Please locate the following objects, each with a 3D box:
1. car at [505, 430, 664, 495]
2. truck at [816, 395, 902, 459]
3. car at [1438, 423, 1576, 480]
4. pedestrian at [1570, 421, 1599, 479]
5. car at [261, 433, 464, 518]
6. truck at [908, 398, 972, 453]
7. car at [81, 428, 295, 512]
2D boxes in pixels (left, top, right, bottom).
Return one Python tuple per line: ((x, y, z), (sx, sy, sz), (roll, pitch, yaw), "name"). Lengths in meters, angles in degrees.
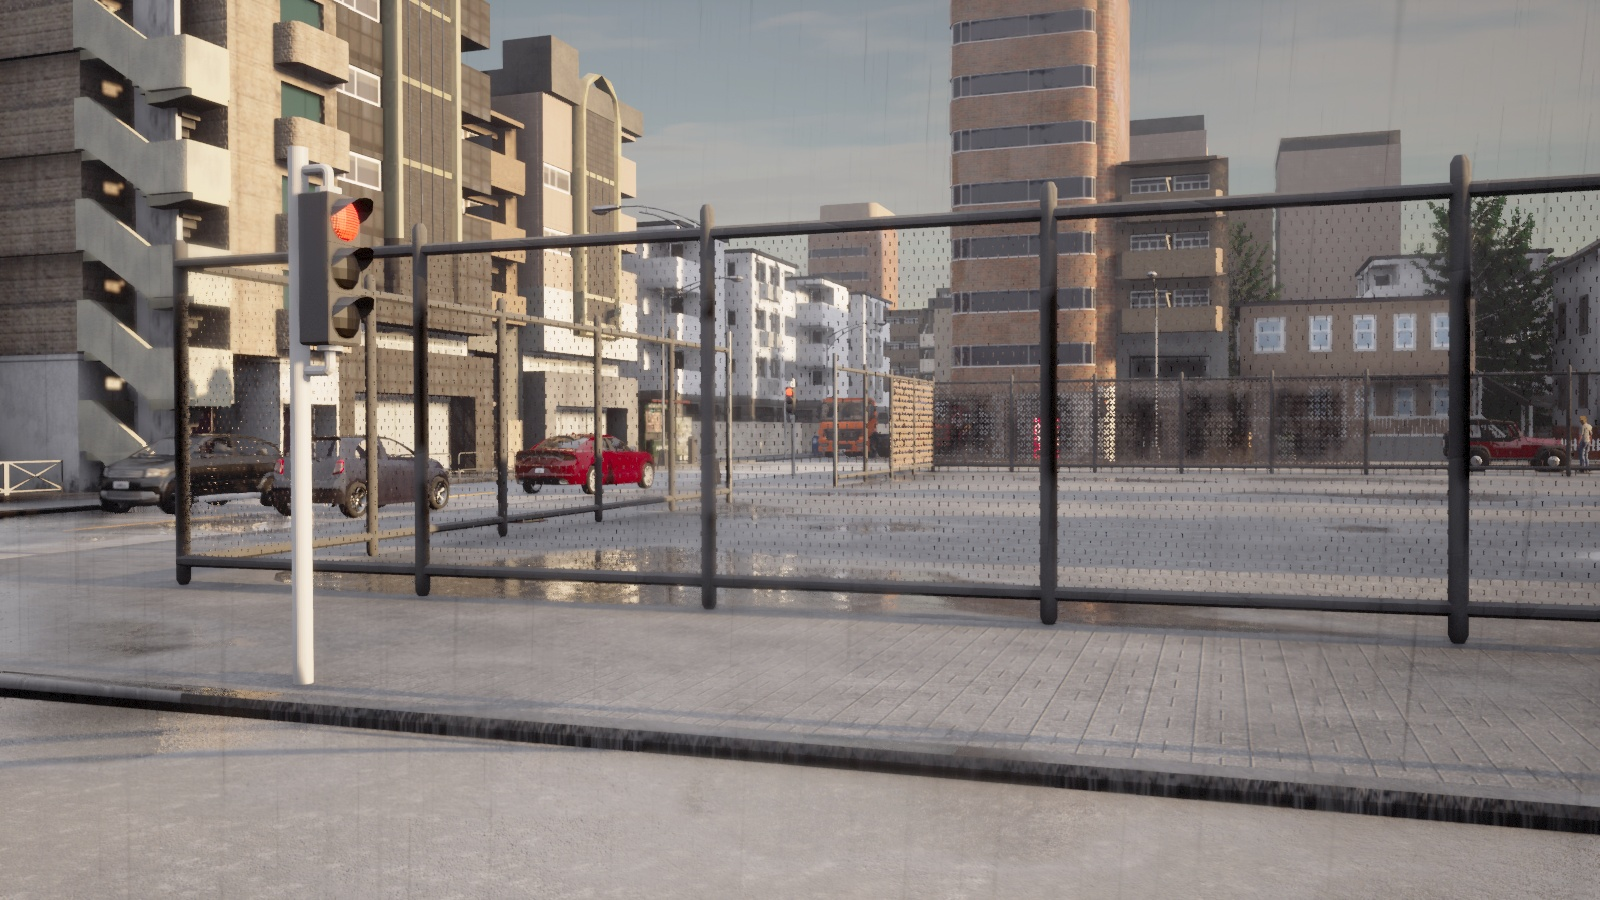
((-5.473, 0.262, 32.603), (1.882, 1.535, 5.008), (1, 1, 19), "car")
((3.501, -1.292, 71.819), (2.891, 3.462, 7.936), (1, 1, 18), "truck")
((24.331, 0.020, 43.354), (3.866, 1.878, 1.905), (1, 1, 19), "car")
((25.093, -0.020, 40.185), (0.354, 1.836, 0.706), (0, 1, -14), "pedestrian")
((-8.307, 0.422, 24.160), (1.845, 1.501, 3.633), (1, 1, 19), "car")
((10.378, -1.776, 92.227), (2.891, 3.827, 8.468), (1, 1, 18), "truck")
((-12.165, 0.358, 25.225), (1.789, 1.549, 3.705), (1, 1, 19), "car")
